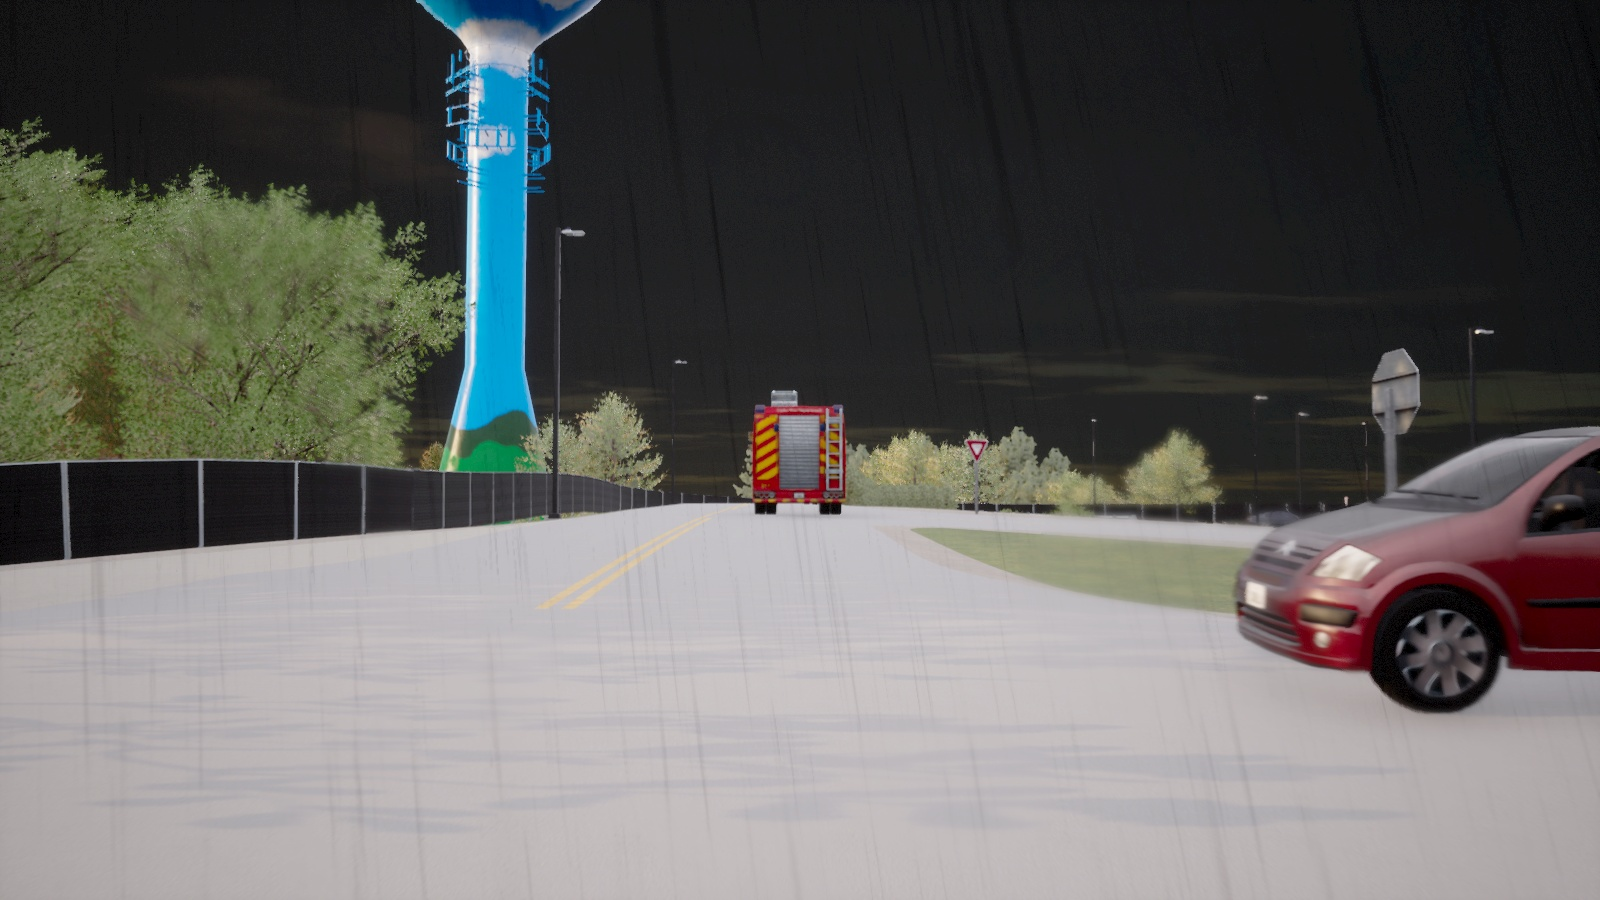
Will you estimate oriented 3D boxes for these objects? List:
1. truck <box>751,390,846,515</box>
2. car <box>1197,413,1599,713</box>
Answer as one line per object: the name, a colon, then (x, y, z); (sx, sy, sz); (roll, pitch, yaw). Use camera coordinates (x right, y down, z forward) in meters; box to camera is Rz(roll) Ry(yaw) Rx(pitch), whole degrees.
truck: (-0.134, 0.178, 42.444); (2.891, 3.827, 8.468); (0, -1, -1)
car: (4.714, 0.611, 7.696); (3.988, 1.617, 1.851); (0, 0, 1)
